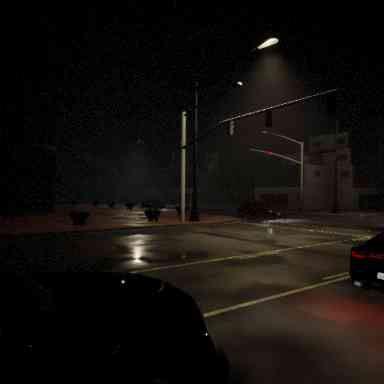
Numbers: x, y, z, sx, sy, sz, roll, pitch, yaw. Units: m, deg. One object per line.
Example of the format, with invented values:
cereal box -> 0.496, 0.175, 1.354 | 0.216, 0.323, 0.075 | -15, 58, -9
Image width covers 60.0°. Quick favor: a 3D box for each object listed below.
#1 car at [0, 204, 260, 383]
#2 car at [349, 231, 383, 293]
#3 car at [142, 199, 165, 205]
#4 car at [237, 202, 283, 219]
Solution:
car -> -2.328, 1.222, 2.083 | 5.566, 2.045, 2.150 | 0, 0, -36
car -> 5.752, 1.498, 7.883 | 5.008, 1.535, 1.882 | 0, 0, -35
car -> -5.415, 1.660, 46.538 | 1.994, 1.385, 4.181 | 1, -1, -35
car -> 6.042, 1.622, 30.074 | 1.812, 1.442, 4.674 | 1, 0, -35
